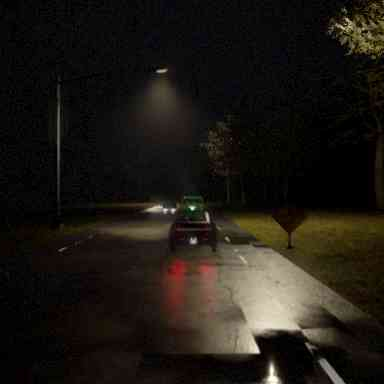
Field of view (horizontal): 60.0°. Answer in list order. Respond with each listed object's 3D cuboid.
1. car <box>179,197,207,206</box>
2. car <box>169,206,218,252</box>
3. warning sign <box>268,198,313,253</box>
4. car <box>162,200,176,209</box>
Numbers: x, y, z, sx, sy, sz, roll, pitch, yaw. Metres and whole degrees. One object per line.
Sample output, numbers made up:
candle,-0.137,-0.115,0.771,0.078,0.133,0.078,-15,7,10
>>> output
car,0.064,1.396,28.515,2.150,2.045,5.566,0,0,0
car,0.067,1.570,14.210,2.128,1.511,4.902,0,-1,0
warning sign,3.559,1.183,12.137,1.300,1.860,1.060,1,0,0
car,-3.569,1.946,52.759,1.994,1.385,4.181,0,-1,0
